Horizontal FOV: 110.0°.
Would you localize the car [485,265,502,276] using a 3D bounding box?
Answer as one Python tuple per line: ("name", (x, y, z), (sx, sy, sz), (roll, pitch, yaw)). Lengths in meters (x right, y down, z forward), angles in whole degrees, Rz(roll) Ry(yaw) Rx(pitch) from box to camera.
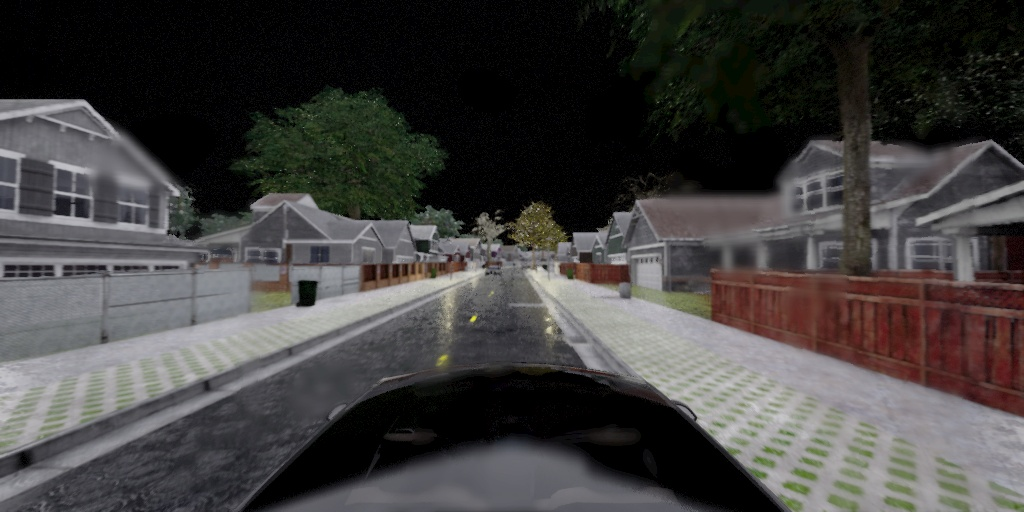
("car", (-2.365, 1.872, 46.450), (1.994, 1.385, 4.181), (0, -1, 1))
